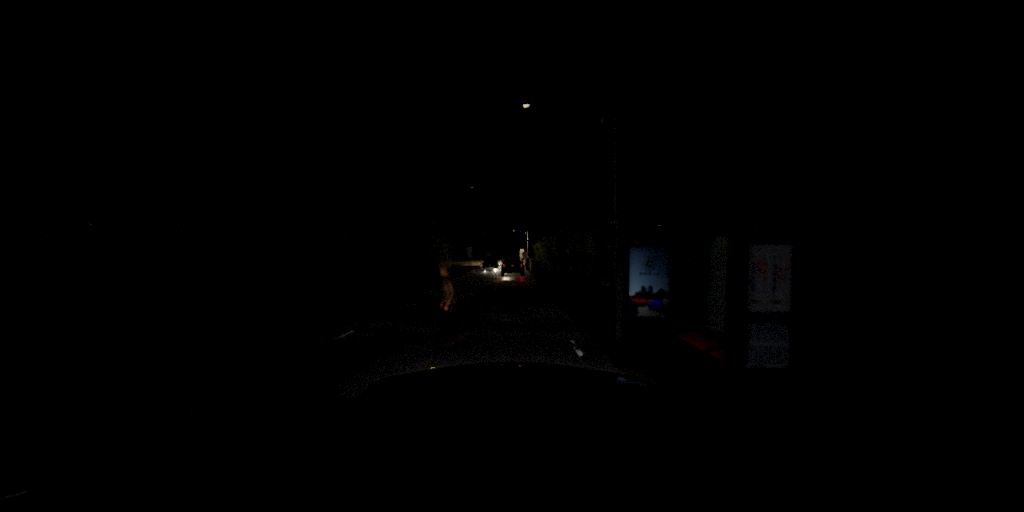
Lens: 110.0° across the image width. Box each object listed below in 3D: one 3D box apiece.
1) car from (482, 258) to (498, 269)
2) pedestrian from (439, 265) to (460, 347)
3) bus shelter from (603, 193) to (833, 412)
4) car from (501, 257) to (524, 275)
[{"bbox_3d":[-2.853,0.981,47.897,1.994,1.385,4.181,0,0,0],"label":"car"},{"bbox_3d":[-1.375,1.005,7.712,0.375,1.860,0.375,-1,1,-10],"label":"pedestrian"},{"bbox_3d":[3.122,0.594,6.542,1.920,2.740,3.880,0,0,0],"label":"bus shelter"},{"bbox_3d":[0.062,0.870,34.475,2.097,1.767,4.553,0,0,0],"label":"car"}]
